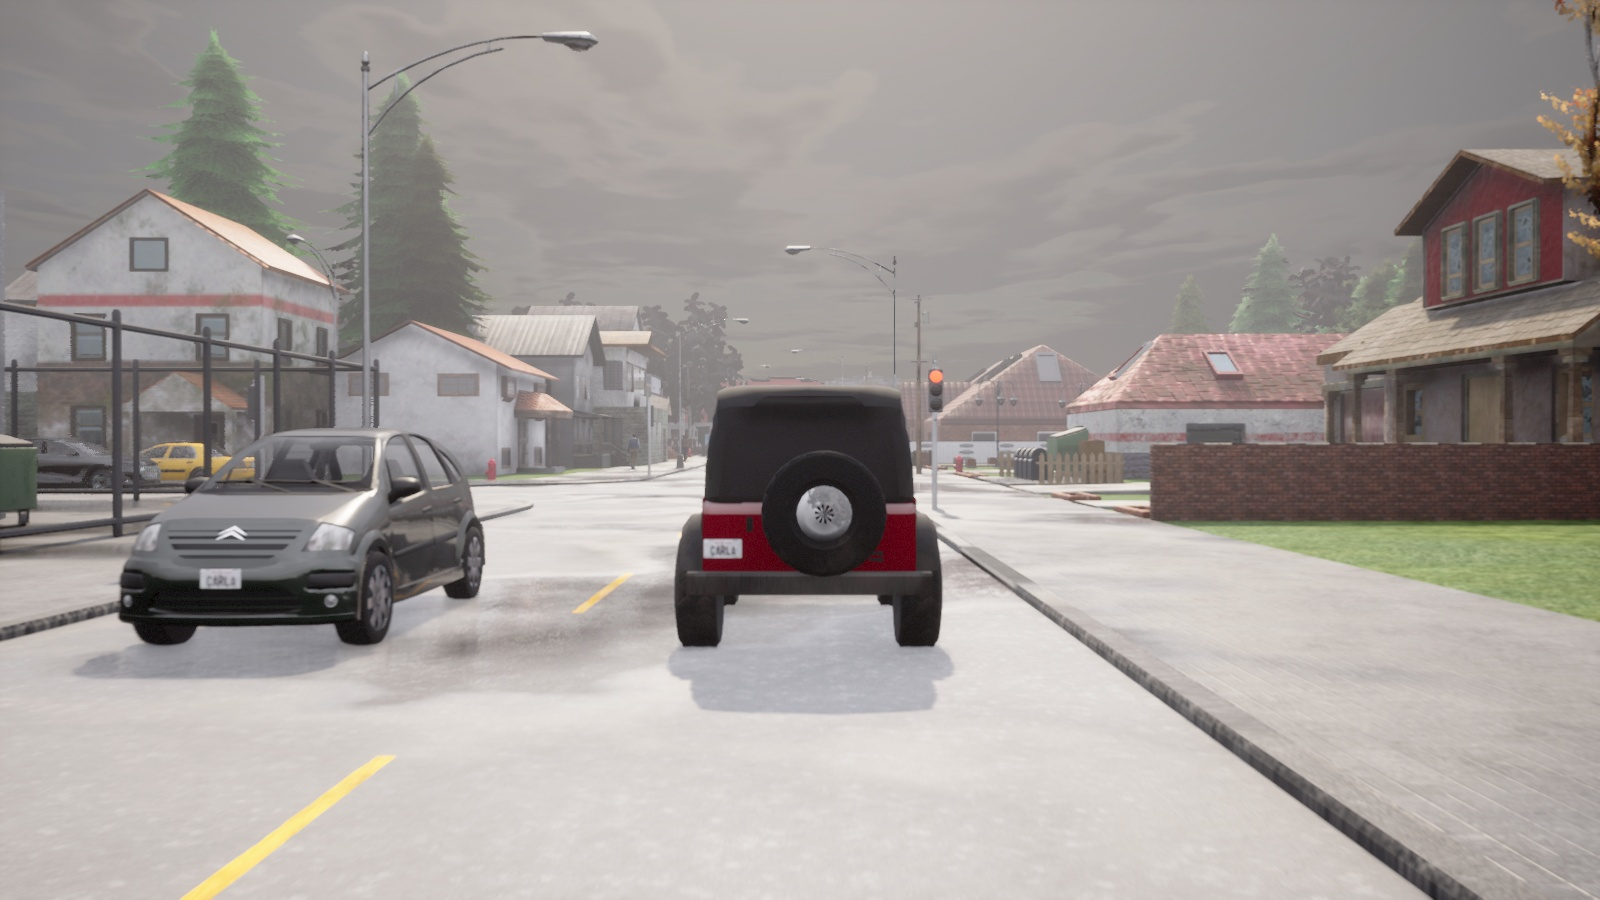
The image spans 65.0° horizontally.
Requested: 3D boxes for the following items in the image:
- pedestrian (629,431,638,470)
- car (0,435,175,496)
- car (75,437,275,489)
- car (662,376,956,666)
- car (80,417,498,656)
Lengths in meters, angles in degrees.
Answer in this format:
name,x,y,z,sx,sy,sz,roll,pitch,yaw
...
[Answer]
name,x,y,z,sx,sy,sz,roll,pitch,yaw
pedestrian,-8.237,0.023,62.137,0.423,1.949,0.788,0,0,-8
car,-20.534,0.418,35.372,4.856,1.649,2.033,0,0,1
car,-19.522,0.399,39.353,5.366,1.575,1.801,0,0,0
car,0.066,0.470,10.063,1.905,1.878,3.866,0,0,0
car,-3.934,0.569,10.479,1.851,1.617,3.988,0,0,0
